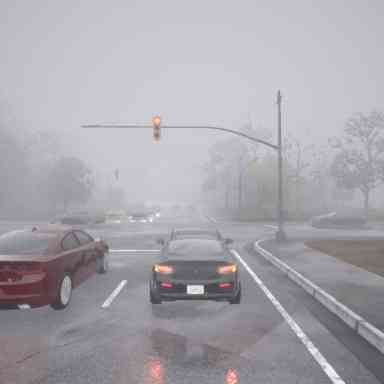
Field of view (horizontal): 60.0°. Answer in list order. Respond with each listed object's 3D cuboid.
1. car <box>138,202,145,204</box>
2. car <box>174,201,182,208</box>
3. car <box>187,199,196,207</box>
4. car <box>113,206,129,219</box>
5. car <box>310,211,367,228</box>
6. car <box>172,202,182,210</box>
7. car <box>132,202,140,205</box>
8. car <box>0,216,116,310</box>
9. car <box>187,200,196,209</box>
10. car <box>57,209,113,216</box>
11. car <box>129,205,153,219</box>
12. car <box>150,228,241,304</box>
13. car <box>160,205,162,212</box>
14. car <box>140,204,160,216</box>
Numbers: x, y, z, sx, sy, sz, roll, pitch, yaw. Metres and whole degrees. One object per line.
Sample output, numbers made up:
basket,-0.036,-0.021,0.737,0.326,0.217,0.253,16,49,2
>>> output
car,-10.607,3.030,66.489,2.150,2.045,5.566,0,0,0
car,-3.712,3.214,86.815,1.812,1.442,4.674,0,0,-3
car,-0.204,2.881,86.937,2.097,1.767,4.553,0,0,-3
car,-10.657,3.025,46.969,1.882,1.535,5.008,0,-2,0
car,12.557,2.334,28.600,4.674,1.442,1.812,0,-2,-2
car,-3.598,3.345,76.904,1.895,1.301,4.718,0,0,0
car,-10.655,3.097,55.829,2.097,1.767,4.553,0,-1,0
car,-3.427,1.555,8.048,1.882,1.535,5.008,0,-1,0
car,-0.099,3.293,77.203,1.994,1.385,4.181,0,0,0
car,-9.890,2.325,29.142,4.902,1.511,2.128,0,-2,5
car,-7.147,3.029,47.103,1.882,1.535,5.008,0,-2,1
car,0.070,1.605,8.191,1.812,1.442,4.674,0,-1,0
car,-7.107,3.300,66.630,2.128,1.511,4.902,0,0,0
car,-7.157,3.247,56.573,2.128,1.511,4.902,0,-1,0
